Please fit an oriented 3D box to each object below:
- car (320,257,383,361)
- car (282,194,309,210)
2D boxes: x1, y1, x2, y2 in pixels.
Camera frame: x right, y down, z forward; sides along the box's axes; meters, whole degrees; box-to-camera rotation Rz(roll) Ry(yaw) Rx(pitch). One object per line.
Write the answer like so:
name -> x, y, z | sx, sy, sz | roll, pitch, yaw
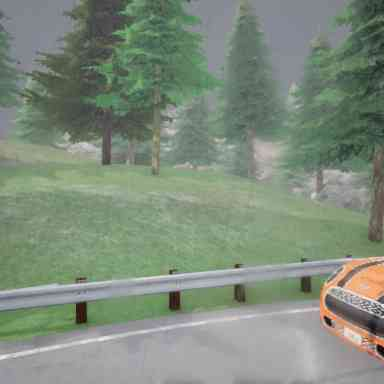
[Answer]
car -> 4.330, 1.352, 5.121 | 4.553, 1.767, 2.097 | 0, 0, -16
car -> 13.233, 1.237, 43.293 | 2.150, 2.045, 5.566 | 0, 0, -22
